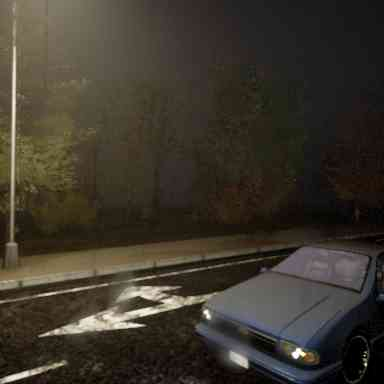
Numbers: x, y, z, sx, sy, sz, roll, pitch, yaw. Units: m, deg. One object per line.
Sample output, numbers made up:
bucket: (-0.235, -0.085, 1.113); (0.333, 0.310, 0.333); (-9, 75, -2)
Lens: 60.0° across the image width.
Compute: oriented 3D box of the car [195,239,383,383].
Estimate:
car: (2.613, 1.548, 5.520); (5.357, 1.411, 2.033); (0, 0, -39)
